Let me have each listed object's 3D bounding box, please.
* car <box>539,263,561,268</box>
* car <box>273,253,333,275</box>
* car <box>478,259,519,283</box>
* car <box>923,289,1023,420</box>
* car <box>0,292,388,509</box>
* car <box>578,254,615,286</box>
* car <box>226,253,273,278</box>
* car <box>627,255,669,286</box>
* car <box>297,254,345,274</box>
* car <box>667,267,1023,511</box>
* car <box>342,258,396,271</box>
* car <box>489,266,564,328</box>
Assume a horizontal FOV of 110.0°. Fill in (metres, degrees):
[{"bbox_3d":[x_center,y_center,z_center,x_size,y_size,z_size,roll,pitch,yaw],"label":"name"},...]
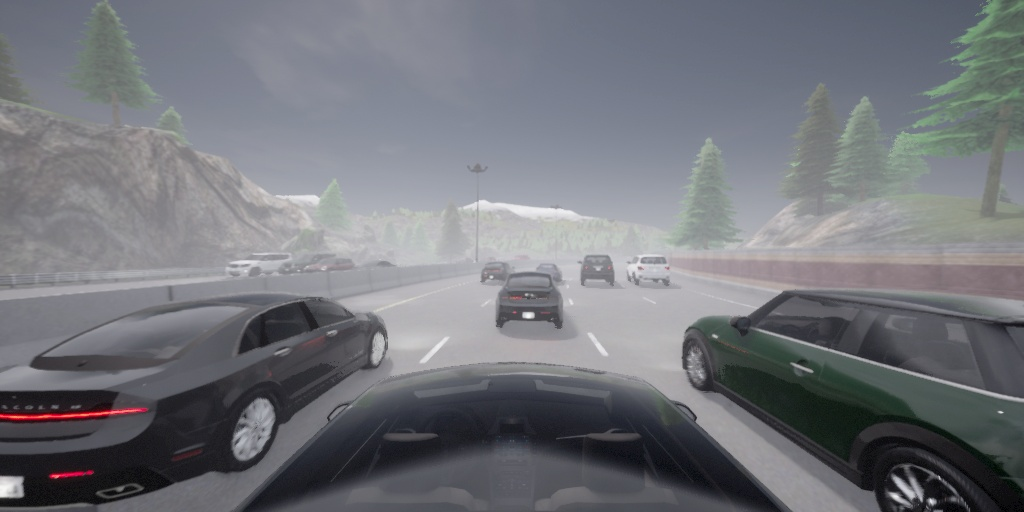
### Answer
[{"bbox_3d":[2.704,1.233,26.941,1.994,1.385,4.181,0,0,11],"label":"car"},{"bbox_3d":[-17.884,0.759,32.074,2.150,2.045,5.566,0,0,12],"label":"car"},{"bbox_3d":[-0.962,1.156,26.418,1.837,1.490,4.892,0,0,10],"label":"car"},{"bbox_3d":[7.174,1.291,3.022,1.837,1.490,4.892,0,1,1],"label":"car"},{"bbox_3d":[-3.265,1.228,4.764,1.837,1.490,4.892,0,1,2],"label":"car"},{"bbox_3d":[5.875,0.914,25.099,2.150,2.045,5.566,0,0,10],"label":"car"},{"bbox_3d":[-21.628,0.741,31.193,2.150,2.045,5.566,0,1,11],"label":"car"},{"bbox_3d":[9.445,0.933,25.123,2.150,2.045,5.566,0,0,11],"label":"car"},{"bbox_3d":[-14.804,0.917,29.424,2.097,1.767,4.553,0,0,11],"label":"car"},{"bbox_3d":[3.708,1.113,3.864,2.097,1.767,4.553,0,0,1],"label":"car"},{"bbox_3d":[-11.282,1.089,29.306,1.837,1.490,4.892,0,0,11],"label":"car"},{"bbox_3d":[0.575,1.221,11.319,1.837,1.490,4.892,0,0,4],"label":"car"}]
